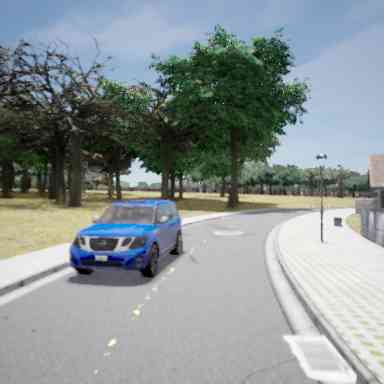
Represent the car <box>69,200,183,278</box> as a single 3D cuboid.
[{"bbox_3d":[-1.763,1.294,10.875,2.150,2.045,5.566,0,0,10],"label":"car"}]
